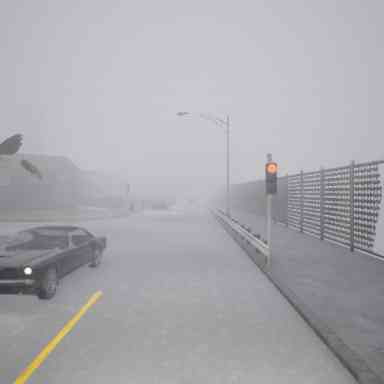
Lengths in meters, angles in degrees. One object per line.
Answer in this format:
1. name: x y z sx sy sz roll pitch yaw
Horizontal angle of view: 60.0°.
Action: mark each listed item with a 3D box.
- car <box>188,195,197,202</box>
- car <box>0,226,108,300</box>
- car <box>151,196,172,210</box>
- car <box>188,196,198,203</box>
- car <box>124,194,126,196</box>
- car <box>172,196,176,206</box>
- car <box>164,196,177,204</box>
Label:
1. car: 0.066 1.540 78.648 2.033 1.411 5.357 0 0 0
2. car: -3.767 1.601 8.571 1.895 1.301 4.718 0 0 3
3. car: -4.062 1.478 42.801 1.882 1.535 5.008 0 0 0
4. car: 0.161 1.547 68.020 2.033 1.411 5.357 0 0 -1
5. car: -17.212 1.134 78.245 3.633 1.501 1.845 0 0 0
6. car: -4.047 1.505 52.519 1.837 1.490 4.892 0 0 0
7. car: -4.005 1.547 62.975 2.033 1.411 5.357 0 0 0
